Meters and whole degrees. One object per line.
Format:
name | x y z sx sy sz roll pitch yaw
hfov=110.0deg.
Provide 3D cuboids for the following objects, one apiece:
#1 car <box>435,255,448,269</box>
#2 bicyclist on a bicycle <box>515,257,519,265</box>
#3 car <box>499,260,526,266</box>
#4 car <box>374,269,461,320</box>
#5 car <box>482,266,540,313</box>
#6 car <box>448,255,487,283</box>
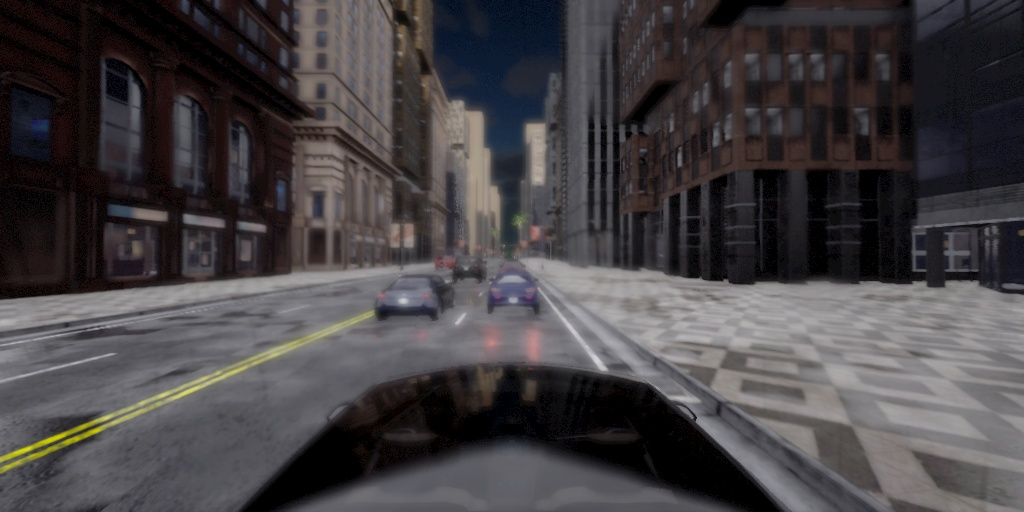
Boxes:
car | -9.807 0.940 52.745 2.150 2.045 5.566 0 0 0
bicyclist on a bicycle | 0.902 1.079 61.207 0.659 1.776 1.843 0 0 0
car | 0.069 1.087 28.417 2.097 1.767 4.553 0 0 0
car | -3.185 1.305 12.528 1.994 1.385 4.181 0 0 0
car | 0.069 1.270 13.807 1.812 1.442 4.674 0 -1 1
car | -3.183 0.960 27.705 2.150 2.045 5.566 0 0 0
